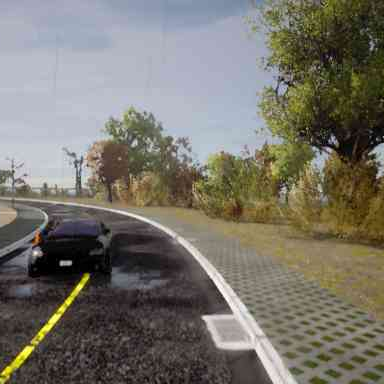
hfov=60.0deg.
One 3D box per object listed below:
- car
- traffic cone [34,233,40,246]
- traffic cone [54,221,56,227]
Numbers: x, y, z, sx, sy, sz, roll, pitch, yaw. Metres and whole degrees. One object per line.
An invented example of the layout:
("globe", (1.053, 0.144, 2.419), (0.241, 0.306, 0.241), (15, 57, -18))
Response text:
("car", (-3.409, 1.529, 10.046), (1.994, 1.385, 4.181), (0, 0, -10))
("traffic cone", (-6.036, 1.894, 12.978), (0.340, 0.580, 0.340), (0, 0, -12))
("traffic cone", (-7.245, 1.845, 17.630), (0.340, 0.580, 0.340), (0, 1, -17))
